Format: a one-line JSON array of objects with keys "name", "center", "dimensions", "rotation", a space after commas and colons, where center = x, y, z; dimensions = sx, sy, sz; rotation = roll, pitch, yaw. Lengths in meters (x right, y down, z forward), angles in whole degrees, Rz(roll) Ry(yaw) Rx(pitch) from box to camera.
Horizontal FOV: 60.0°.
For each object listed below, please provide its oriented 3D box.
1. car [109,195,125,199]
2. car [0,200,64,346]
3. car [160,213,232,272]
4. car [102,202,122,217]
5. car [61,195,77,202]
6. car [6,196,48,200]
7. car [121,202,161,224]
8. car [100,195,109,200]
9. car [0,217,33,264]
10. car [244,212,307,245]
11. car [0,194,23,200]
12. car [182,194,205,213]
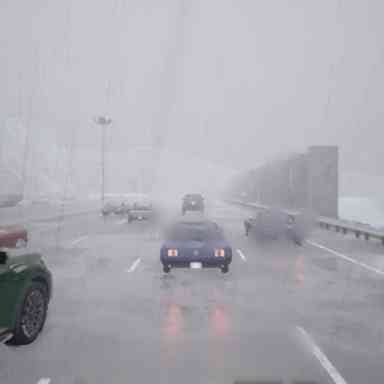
[{"name": "car", "center": [-16.763, 1.439, 76.464], "dimensions": [2.128, 1.511, 4.902], "rotation": [0, 0, 0]}, {"name": "car", "center": [-3.397, 1.218, 3.184], "dimensions": [2.150, 2.045, 5.566], "rotation": [0, 0, 0]}, {"name": "car", "center": [0.108, 1.590, 10.749], "dimensions": [1.895, 1.301, 4.718], "rotation": [0, 0, 0]}, {"name": "car", "center": [-6.883, 1.571, 30.984], "dimensions": [1.895, 1.301, 4.718], "rotation": [0, 0, 0]}, {"name": "car", "center": [-27.263, 1.467, 73.717], "dimensions": [2.033, 1.411, 5.357], "rotation": [0, 0, 1]}, {"name": "car", "center": [-17.539, 1.491, 35.759], "dimensions": [1.812, 1.442, 4.674], "rotation": [0, 0, 1]}, {"name": "car", "center": [-3.388, 1.468, 24.100], "dimensions": [2.128, 1.511, 4.902], "rotation": [0, 0, 0]}, {"name": "car", "center": [-20.265, 1.475, 78.665], "dimensions": [1.994, 1.385, 4.181], "rotation": [0, 0, 0]}, {"name": "car", "center": [-6.888, 1.591, 10.046], "dimensions": [1.895, 1.301, 4.718], "rotation": [0, 0, 0]}, {"name": "car", "center": [3.609, 1.585, 15.326], "dimensions": [1.895, 1.301, 4.718], "rotation": [0, 0, 0]}, {"name": "car", "center": [-21.033, 1.189, 37.693], "dimensions": [2.150, 2.045, 5.566], "rotation": [0, 0, 1]}, {"name": "car", "center": [0.126, 1.188, 34.072], "dimensions": [2.150, 2.045, 5.566], "rotation": [0, 0, 0]}]
